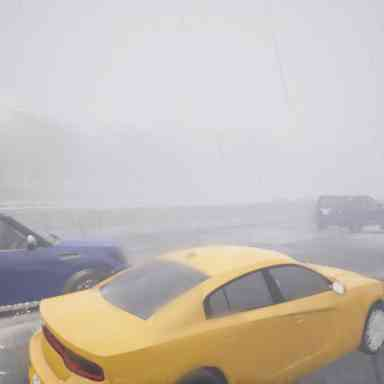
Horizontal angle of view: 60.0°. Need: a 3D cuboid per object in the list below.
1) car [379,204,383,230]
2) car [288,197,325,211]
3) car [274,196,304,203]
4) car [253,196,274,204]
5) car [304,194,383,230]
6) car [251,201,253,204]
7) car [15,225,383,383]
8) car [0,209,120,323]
[{"bbox_3d":[11.314,1.435,16.073,4.892,1.490,1.837,0,0,-35],"label":"car"},{"bbox_3d":[13.564,1.369,39.307,4.181,1.385,1.994,-1,1,-35],"label":"car"},{"bbox_3d":[10.907,1.361,33.160,4.902,1.511,2.128,-1,0,-35],"label":"car"},{"bbox_3d":[10.311,1.301,41.300,5.008,1.535,1.882,-1,0,-35],"label":"car"},{"bbox_3d":[9.142,1.152,18.824,5.566,2.045,2.150,0,0,-35],"label":"car"},{"bbox_3d":[10.120,1.320,45.432,4.674,1.442,1.812,-1,1,-35],"label":"car"},{"bbox_3d":[0.668,1.467,4.344,5.008,1.535,1.882,0,0,-35],"label":"car"},{"bbox_3d":[-3.709,1.221,5.399,5.566,2.045,2.150,0,0,-36],"label":"car"}]
